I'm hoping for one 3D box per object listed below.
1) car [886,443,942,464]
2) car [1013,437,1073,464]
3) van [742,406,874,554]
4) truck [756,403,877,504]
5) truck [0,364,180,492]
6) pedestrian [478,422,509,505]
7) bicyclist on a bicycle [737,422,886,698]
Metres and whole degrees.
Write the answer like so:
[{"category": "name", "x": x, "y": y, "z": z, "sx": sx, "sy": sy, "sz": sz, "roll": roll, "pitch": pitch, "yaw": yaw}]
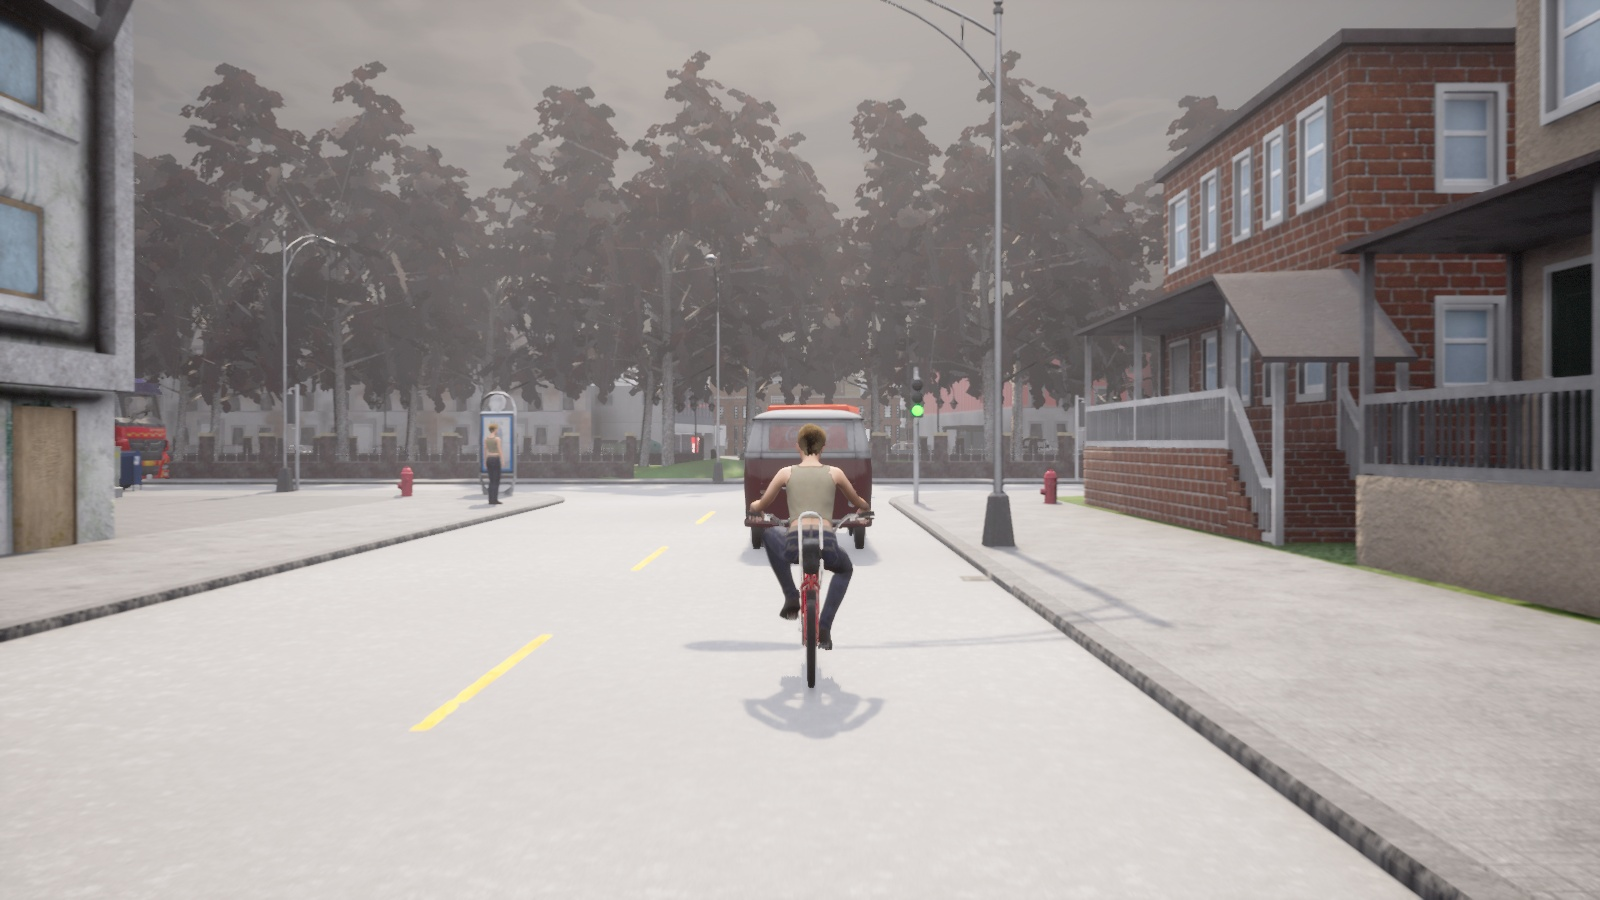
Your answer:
[{"category": "car", "x": 8.001, "y": 0.221, "z": 88.223, "sx": 3.806, "sy": 1.475, "sz": 1.970, "roll": 0, "pitch": 0, "yaw": 1}, {"category": "car", "x": 17.042, "y": 0.059, "z": 88.179, "sx": 3.866, "sy": 1.878, "sz": 1.905, "roll": 0, "pitch": 0, "yaw": 0}, {"category": "van", "x": 0.122, "y": 0.392, "z": 19.119, "sx": 1.775, "sy": 1.987, "sz": 4.442, "roll": 0, "pitch": 0, "yaw": 0}, {"category": "truck", "x": 0.556, "y": 0.071, "z": 33.545, "sx": 2.627, "sy": 2.467, "sz": 5.204, "roll": -1, "pitch": 0, "yaw": 7}, {"category": "truck", "x": -24.229, "y": -0.658, "z": 39.078, "sx": 8.468, "sy": 3.827, "sz": 2.891, "roll": 0, "pitch": 0, "yaw": 1}, {"category": "pedestrian", "x": -6.848, "y": 0.292, "z": 28.085, "sx": 0.345, "sy": 1.836, "sz": 0.594, "roll": 0, "pitch": 0, "yaw": 32}, {"category": "bicyclist on a bicycle", "x": 0.067, "y": 0.637, "z": 8.084, "sx": 0.866, "sy": 1.612, "sz": 1.509, "roll": 0, "pitch": 0, "yaw": 0}]
